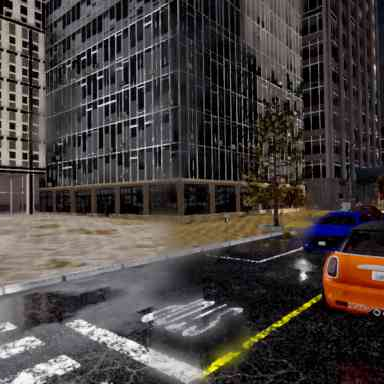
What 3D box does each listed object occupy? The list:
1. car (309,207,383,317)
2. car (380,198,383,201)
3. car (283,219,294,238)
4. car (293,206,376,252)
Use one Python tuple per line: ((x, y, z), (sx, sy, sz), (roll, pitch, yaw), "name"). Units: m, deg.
((4.411, 1.357, 6.877), (2.097, 1.767, 4.553), (-2, -1, 41), "car")
((42.988, 1.659, 77.769), (4.507, 1.381, 1.887), (-1, -2, 40), "car")
((6.533, 1.673, 17.997), (1.752, 1.417, 4.829), (-1, -1, 41), "car")
((6.250, 1.560, 13.734), (1.882, 1.535, 5.008), (-2, -1, 41), "car")
